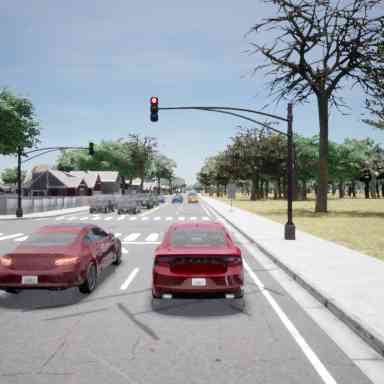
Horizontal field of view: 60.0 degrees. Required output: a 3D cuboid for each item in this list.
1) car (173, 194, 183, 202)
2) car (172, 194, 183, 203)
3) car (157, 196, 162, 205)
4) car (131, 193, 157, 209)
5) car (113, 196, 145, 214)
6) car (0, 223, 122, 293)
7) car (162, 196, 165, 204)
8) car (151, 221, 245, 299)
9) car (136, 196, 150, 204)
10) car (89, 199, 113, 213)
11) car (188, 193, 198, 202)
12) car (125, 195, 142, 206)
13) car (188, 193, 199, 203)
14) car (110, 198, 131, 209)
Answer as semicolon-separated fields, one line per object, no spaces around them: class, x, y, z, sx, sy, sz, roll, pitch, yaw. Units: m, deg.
car;-3.067;1.321;76.296;2.097;1.767;4.553;0;0;0
car;-2.989;1.499;66.330;1.812;1.442;4.674;0;0;0
car;-6.459;1.489;54.738;1.837;1.490;4.892;0;0;0
car;-6.487;1.212;44.709;2.150;2.045;5.566;0;0;1
car;-6.513;1.499;34.858;1.837;1.490;4.892;0;0;0
car;-3.129;1.525;8.706;1.812;1.442;4.674;0;0;0
car;-6.383;1.452;65.166;1.882;1.535;5.008;0;0;1
car;0.118;1.477;8.495;1.882;1.535;5.008;0;0;0
car;-9.620;1.521;66.007;2.033;1.411;5.357;0;0;0
car;-9.759;1.499;36.369;1.837;1.490;4.892;0;0;0
car;0.183;1.190;76.324;2.150;2.045;5.566;0;0;0
car;-9.707;1.335;55.388;2.097;1.767;4.553;0;0;0
car;0.256;1.452;65.923;1.882;1.535;5.008;0;0;0
car;-9.736;1.516;45.502;1.812;1.442;4.674;0;0;1
